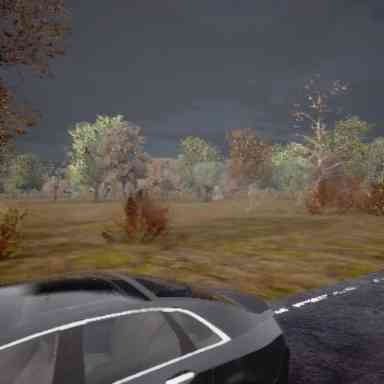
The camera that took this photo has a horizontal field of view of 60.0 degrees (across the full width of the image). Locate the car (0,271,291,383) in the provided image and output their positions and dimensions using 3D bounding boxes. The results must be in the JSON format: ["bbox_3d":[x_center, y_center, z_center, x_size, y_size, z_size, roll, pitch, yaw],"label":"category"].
[{"bbox_3d":[-1.331,1.505,2.430,4.892,1.490,1.837,0,0,-36],"label":"car"}]
